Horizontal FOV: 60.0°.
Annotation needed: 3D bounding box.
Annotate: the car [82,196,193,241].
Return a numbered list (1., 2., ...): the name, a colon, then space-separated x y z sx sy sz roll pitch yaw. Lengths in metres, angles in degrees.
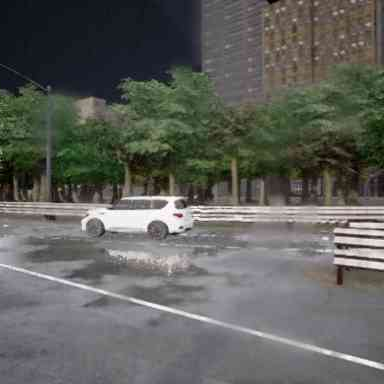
1. car: -2.701 1.219 16.585 5.566 2.045 2.150 0 0 17
